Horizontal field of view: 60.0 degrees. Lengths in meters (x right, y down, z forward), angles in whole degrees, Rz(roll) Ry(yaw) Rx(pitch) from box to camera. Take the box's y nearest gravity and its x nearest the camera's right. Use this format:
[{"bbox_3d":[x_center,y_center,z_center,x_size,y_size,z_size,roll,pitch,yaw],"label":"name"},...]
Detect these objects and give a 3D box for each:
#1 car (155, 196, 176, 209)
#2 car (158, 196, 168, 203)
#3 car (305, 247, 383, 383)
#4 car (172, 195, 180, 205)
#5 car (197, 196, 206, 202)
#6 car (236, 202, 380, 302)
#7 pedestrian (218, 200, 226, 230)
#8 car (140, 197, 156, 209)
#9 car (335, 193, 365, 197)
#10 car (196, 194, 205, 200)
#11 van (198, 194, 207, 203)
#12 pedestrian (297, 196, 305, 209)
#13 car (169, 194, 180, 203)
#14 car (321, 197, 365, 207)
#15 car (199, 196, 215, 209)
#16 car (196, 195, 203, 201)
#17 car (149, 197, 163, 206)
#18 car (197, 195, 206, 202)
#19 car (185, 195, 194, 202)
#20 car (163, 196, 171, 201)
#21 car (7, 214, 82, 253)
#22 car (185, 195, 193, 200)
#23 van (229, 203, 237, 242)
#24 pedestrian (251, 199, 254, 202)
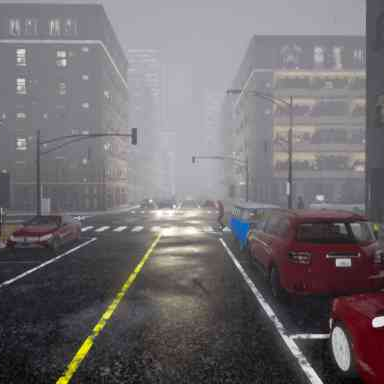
[{"bbox_3d":[-3.449,1.601,43.983,1.895,1.301,4.718,0,0,-1],"label":"car"},{"bbox_3d":[-6.312,1.560,73.660,1.887,1.381,4.507,0,0,0],"label":"car"},{"bbox_3d":[2.667,1.544,2.652,1.887,1.381,4.507,0,0,0],"label":"car"},{"bbox_3d":[-3.551,1.569,56.636,1.994,1.385,4.181,0,0,0],"label":"car"},{"bbox_3d":[2.069,1.581,73.718,1.947,1.339,4.313,0,0,0],"label":"car"},{"bbox_3d":[2.618,1.314,8.180,2.192,1.841,5.009,0,0,0],"label":"car"},{"bbox_3d":[1.691,1.291,19.460,0.375,1.860,0.375,0,0,0],"label":"pedestrian"},{"bbox_3d":[-6.080,1.567,46.043,1.947,1.339,4.313,0,0,0],"label":"car"},{"bbox_3d":[15.484,1.029,33.350,5.009,1.841,2.192,-1,1,-1],"label":"car"},{"bbox_3d":[2.161,1.553,62.671,1.887,1.381,4.507,0,0,0],"label":"car"},{"bbox_3d":[2.113,1.353,68.194,1.690,1.788,3.998,0,0,0],"label":"van"},{"bbox_3d":[5.894,1.138,18.207,0.375,1.860,0.375,0,0,0],"label":"pedestrian"},{"bbox_3d":[-3.587,1.368,70.158,2.097,1.767,4.553,0,0,0],"label":"car"},{"bbox_3d":[13.373,1.366,30.739,4.718,1.301,1.895,-1,0,-1],"label":"car"},{"bbox_3d":[2.301,1.583,46.101,1.802,1.307,4.206,0,0,0],"label":"car"},{"bbox_3d":[1.927,1.553,90.457,1.752,1.417,4.829,0,0,0],"label":"car"},{"bbox_3d":[-6.173,1.571,57.090,1.947,1.339,4.313,0,0,0],"label":"car"},{"bbox_3d":[2.254,1.569,51.625,1.947,1.339,4.313,0,0,0],"label":"car"},{"bbox_3d":[-0.632,1.533,75.533,1.812,1.442,4.674,0,0,0],"label":"car"},{"bbox_3d":[-6.405,1.605,84.706,1.802,1.307,4.206,0,0,0],"label":"car"},{"bbox_3d":[-5.807,1.580,13.639,1.802,1.307,4.206,0,0,0],"label":"car"},{"bbox_3d":[-0.715,1.451,85.569,1.895,1.301,4.718,0,0,0],"label":"car"},{"bbox_3d":[2.572,1.339,13.708,1.690,1.788,3.998,0,0,0],"label":"van"},{"bbox_3d":[3.492,1.291,18.873,0.375,1.860,0.375,0,0,0],"label":"pedestrian"}]
